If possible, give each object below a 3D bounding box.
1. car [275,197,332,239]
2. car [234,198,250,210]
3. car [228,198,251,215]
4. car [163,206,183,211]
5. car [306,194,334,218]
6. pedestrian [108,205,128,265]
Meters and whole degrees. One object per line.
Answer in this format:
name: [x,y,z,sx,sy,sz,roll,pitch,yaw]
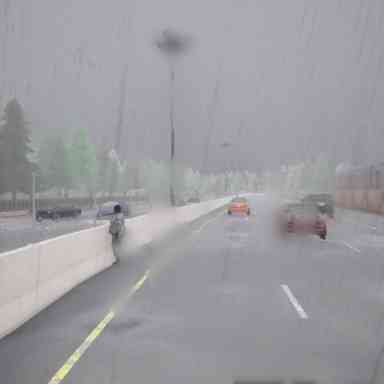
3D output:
car: [5.612,1.351,17.664,2.097,1.767,4.553,0,0,9]
car: [6.629,1.561,44.076,1.994,1.385,4.181,0,0,10]
car: [4.911,1.350,34.203,2.097,1.767,4.553,0,0,10]
car: [-1.969,1.502,36.588,1.837,1.490,4.892,0,0,10]
car: [11.358,1.214,30.403,2.150,2.045,5.566,0,-1,10]
pedestrian: [-2.278,1.293,10.260,0.375,1.860,0.375,0,0,7]
